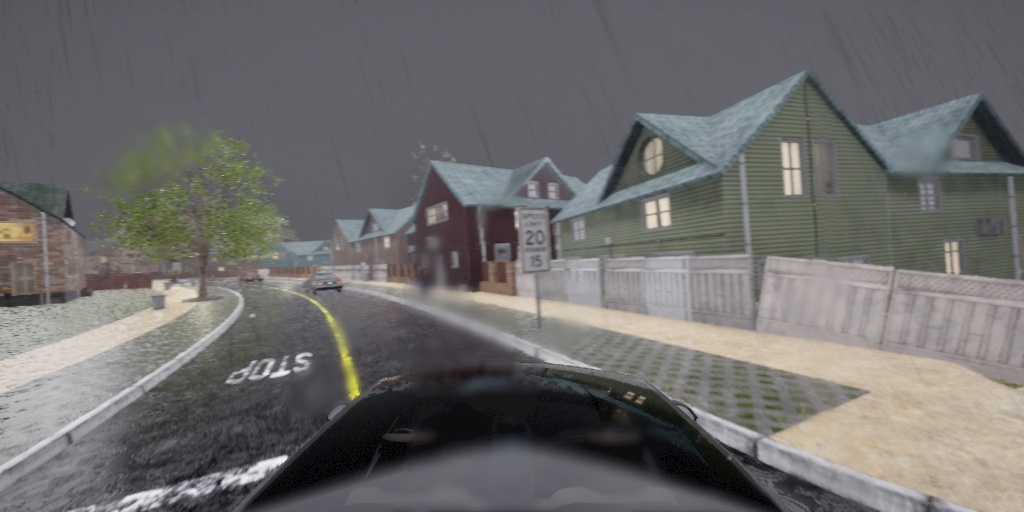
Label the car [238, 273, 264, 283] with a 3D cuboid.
[{"bbox_3d":[-33.991,2.830,46.593,4.718,1.301,1.895,-2,1,41],"label":"car"}]

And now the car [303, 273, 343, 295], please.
[{"bbox_3d":[-13.789,1.955,26.052,2.033,1.411,5.357,-3,1,-38],"label":"car"}]

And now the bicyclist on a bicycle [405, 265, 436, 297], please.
[{"bbox_3d":[-4.683,1.265,18.331,1.656,1.620,0.582,-4,1,-33],"label":"bicyclist on a bicycle"}]
